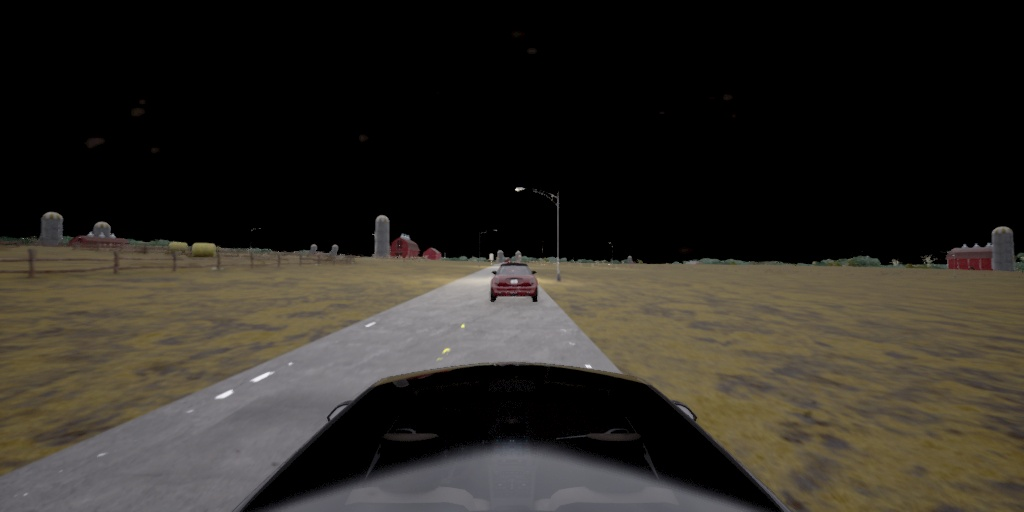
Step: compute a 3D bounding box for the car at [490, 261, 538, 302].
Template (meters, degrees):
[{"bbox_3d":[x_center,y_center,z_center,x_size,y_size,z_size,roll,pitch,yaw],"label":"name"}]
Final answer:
[{"bbox_3d":[0.096,1.117,17.335,2.097,1.767,4.553,0,0,0],"label":"car"}]
